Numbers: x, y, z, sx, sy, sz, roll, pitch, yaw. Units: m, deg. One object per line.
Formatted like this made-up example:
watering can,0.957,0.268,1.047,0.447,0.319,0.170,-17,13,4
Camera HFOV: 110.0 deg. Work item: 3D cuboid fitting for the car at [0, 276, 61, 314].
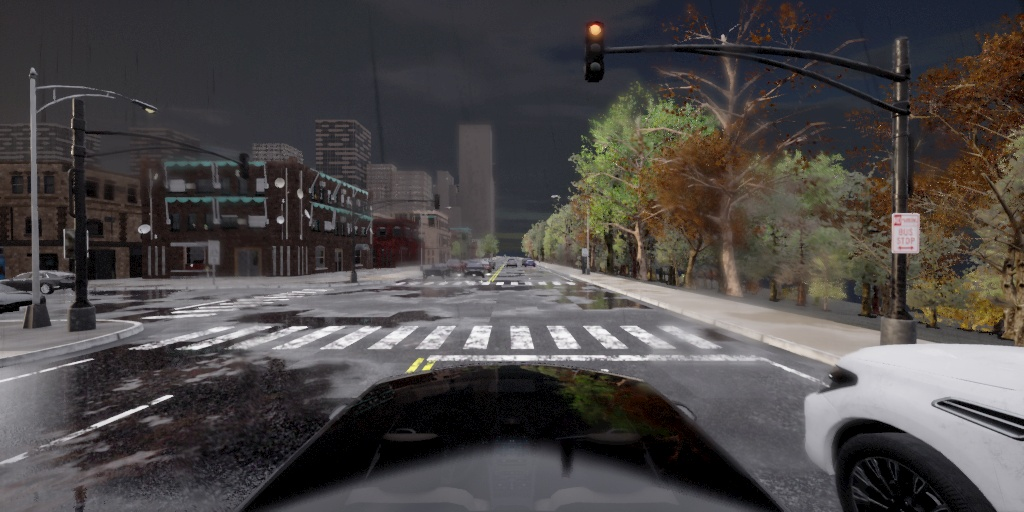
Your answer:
car,-19.973,1.565,13.123,4.313,1.339,1.948,0,0,0

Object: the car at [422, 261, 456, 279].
car,-6.678,1.341,32.475,1.895,1.301,4.718,0,0,0

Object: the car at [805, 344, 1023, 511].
car,3.356,0.972,0.374,2.150,2.045,5.566,0,0,0

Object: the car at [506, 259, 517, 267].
car,-0.054,1.291,64.107,1.994,1.385,4.181,0,0,0

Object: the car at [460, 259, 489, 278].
car,-3.446,1.287,33.865,2.033,1.411,5.357,0,0,-4

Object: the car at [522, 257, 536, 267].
car,3.204,1.252,64.077,1.812,1.442,4.674,0,0,0

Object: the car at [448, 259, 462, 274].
car,-6.681,1.089,41.560,2.097,1.767,4.553,0,0,0

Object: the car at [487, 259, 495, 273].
car,-3.434,1.262,43.328,1.812,1.442,4.674,0,0,0

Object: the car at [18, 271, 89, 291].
car,-28.326,1.560,21.616,4.403,1.370,2.007,0,0,0
